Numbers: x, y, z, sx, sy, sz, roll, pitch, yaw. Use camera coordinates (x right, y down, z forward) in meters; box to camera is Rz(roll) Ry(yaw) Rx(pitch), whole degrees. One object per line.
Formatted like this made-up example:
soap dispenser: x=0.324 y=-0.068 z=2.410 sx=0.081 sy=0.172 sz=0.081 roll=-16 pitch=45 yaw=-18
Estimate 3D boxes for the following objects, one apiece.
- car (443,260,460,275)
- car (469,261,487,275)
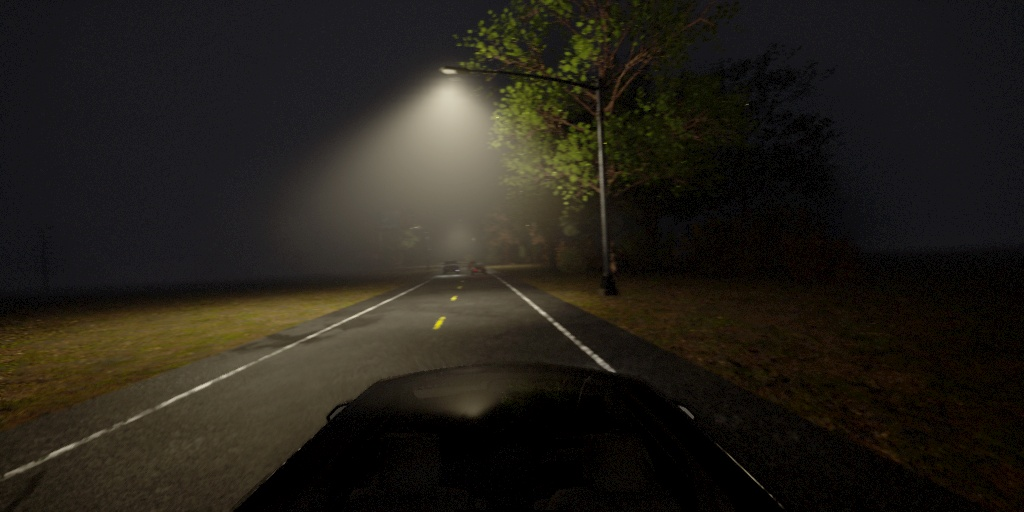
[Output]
car: x=-8.704 y=1.568 z=51.647 sx=2.150 sy=2.045 sz=5.566 roll=-3 pitch=0 yaw=-7
car: x=-4.278 y=1.651 z=45.985 sx=1.812 sy=1.442 sz=4.674 roll=-3 pitch=0 yaw=-7
